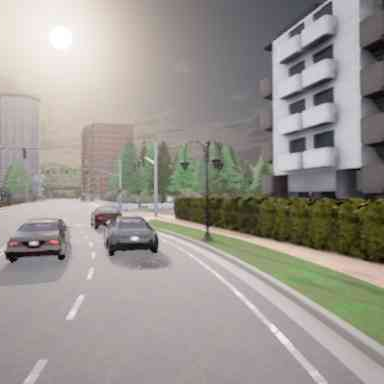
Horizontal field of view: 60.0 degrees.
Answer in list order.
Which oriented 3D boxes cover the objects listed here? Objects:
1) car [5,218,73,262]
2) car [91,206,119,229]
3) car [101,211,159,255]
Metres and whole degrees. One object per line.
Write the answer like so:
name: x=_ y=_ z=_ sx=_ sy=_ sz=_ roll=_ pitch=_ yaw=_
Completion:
car: x=-5.798 y=1.720 z=13.046 sx=2.033 sy=1.411 sz=5.357 roll=0 pitch=-1 yaw=-17
car: x=-6.237 y=1.765 z=24.219 sx=1.882 sy=1.535 sz=5.008 roll=0 pitch=-1 yaw=-21
car: x=-2.695 y=1.726 z=14.291 sx=1.994 sy=1.385 sz=4.181 roll=0 pitch=-1 yaw=-17
